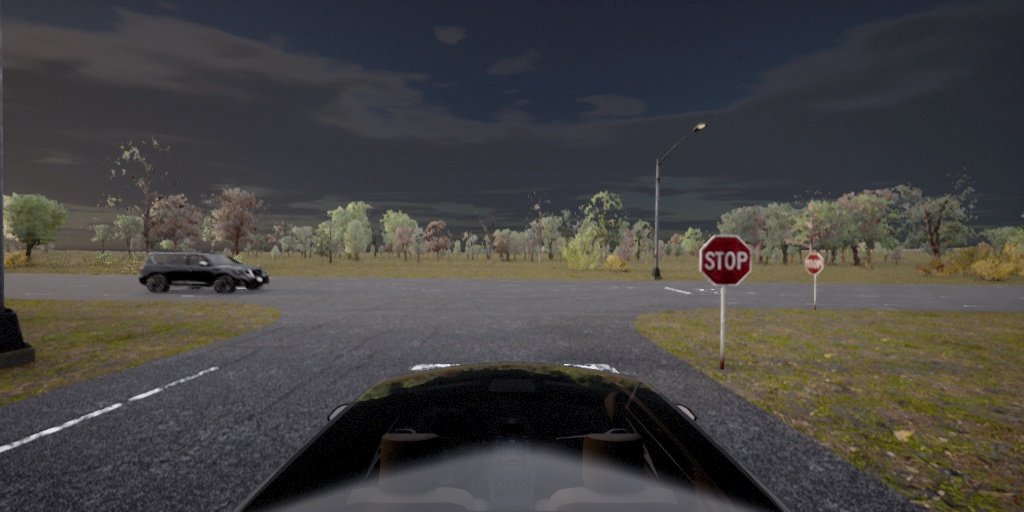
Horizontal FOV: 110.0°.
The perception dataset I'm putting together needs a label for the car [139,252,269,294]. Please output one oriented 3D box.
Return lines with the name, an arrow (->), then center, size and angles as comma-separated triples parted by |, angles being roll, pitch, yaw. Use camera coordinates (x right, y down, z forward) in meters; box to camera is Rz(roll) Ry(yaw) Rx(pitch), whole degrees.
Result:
car -> -15.756, 0.817, 18.471 | 5.566, 2.045, 2.150 | 1, 1, 0
